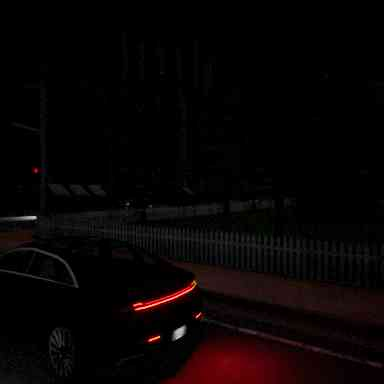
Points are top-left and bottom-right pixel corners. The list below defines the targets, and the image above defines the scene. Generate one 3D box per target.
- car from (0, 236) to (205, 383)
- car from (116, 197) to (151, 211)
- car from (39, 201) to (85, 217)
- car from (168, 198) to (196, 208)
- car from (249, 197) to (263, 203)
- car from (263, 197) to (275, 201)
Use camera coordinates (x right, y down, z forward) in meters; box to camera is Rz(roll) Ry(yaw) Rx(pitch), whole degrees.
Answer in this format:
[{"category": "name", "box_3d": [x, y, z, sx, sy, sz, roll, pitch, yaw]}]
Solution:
[{"category": "car", "box_3d": [-2.118, 1.491, 5.451, 4.902, 1.511, 2.128, 0, 0, 36]}, {"category": "car", "box_3d": [-6.960, 1.352, 39.885, 2.097, 1.767, 4.553, 0, 0, 34]}, {"category": "car", "box_3d": [-12.377, 1.564, 31.861, 1.994, 1.385, 4.181, 0, 0, 34]}, {"category": "car", "box_3d": [-1.402, 1.601, 48.105, 1.895, 1.301, 4.718, 0, 0, 34]}, {"category": "car", "box_3d": [12.330, 1.601, 61.873, 1.895, 1.301, 4.718, 0, 0, 34]}, {"category": "car", "box_3d": [15.208, 1.547, 59.887, 2.033, 1.411, 5.357, 0, 0, 34]}]
